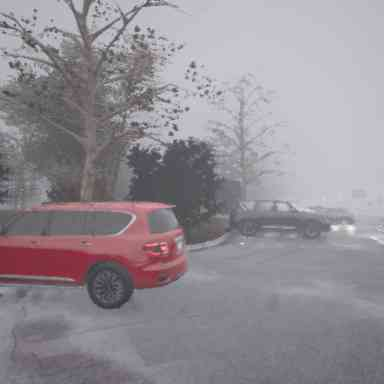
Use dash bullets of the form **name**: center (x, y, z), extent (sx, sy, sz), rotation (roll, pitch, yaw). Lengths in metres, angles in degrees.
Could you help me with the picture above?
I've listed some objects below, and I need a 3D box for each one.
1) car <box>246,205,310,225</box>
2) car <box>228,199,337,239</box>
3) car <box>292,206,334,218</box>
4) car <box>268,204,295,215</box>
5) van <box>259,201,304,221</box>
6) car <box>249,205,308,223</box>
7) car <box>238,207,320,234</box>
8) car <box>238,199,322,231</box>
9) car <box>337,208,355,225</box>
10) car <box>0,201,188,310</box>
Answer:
- **car**: center (7.596, 1.971, 29.644), extent (5.366, 1.575, 1.946), rotation (0, -2, 15)
- **car**: center (4.853, 1.447, 18.814), extent (5.566, 2.045, 2.435), rotation (0, -1, 15)
- **car**: center (15.428, 2.531, 42.712), extent (2.128, 1.511, 4.902), rotation (3, -3, -29)
- **car**: center (15.585, 3.099, 57.938), extent (4.553, 1.767, 2.185), rotation (0, -3, 16)
- **van**: center (9.341, 1.926, 34.827), extent (4.442, 1.987, 1.878), rotation (0, -2, 15)
- **car**: center (8.304, 2.054, 32.208), extent (5.366, 1.575, 1.946), rotation (0, -2, 15)
- **car**: center (5.529, 1.755, 21.391), extent (4.892, 1.521, 2.231), rotation (0, -1, 15)
- **car**: center (6.283, 1.565, 24.085), extent (5.566, 2.045, 2.435), rotation (0, -1, 15)
- **car**: center (12.950, 2.085, 29.341), extent (2.033, 1.411, 5.357), rotation (0, -2, 16)
- **car**: center (-2.871, 1.249, 7.737), extent (5.566, 2.045, 2.150), rotation (0, 1, 13)
